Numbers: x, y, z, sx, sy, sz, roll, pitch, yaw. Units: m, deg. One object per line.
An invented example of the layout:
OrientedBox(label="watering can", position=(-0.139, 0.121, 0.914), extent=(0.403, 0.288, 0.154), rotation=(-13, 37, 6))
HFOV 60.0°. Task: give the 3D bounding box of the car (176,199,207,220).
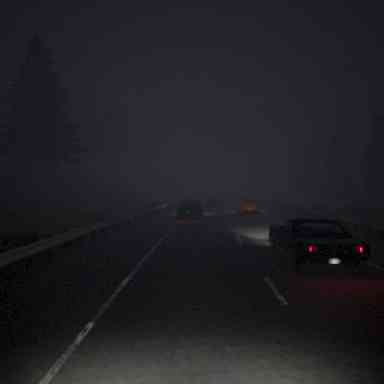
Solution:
OrientedBox(label="car", position=(-0.089, 1.298, 26.564), extent=(1.882, 1.535, 5.008), rotation=(0, 0, 5))

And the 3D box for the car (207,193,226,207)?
OrientedBox(label="car", position=(3.114, 1.052, 44.713), extent=(2.097, 1.767, 4.553), rotation=(0, 0, 9))

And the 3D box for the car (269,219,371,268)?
OrientedBox(label="car", position=(3.859, 1.529, 11.022), extent=(1.895, 1.301, 4.718), rotation=(0, 0, 2))

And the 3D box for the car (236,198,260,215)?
OrientedBox(label="car", position=(5.210, 1.271, 31.120), extent=(1.882, 1.535, 5.008), rotation=(0, 0, 5))

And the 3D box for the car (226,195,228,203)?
OrientedBox(label="car", position=(5.086, 0.965, 57.889), extent=(2.097, 1.767, 4.553), rotation=(0, 0, 9))
